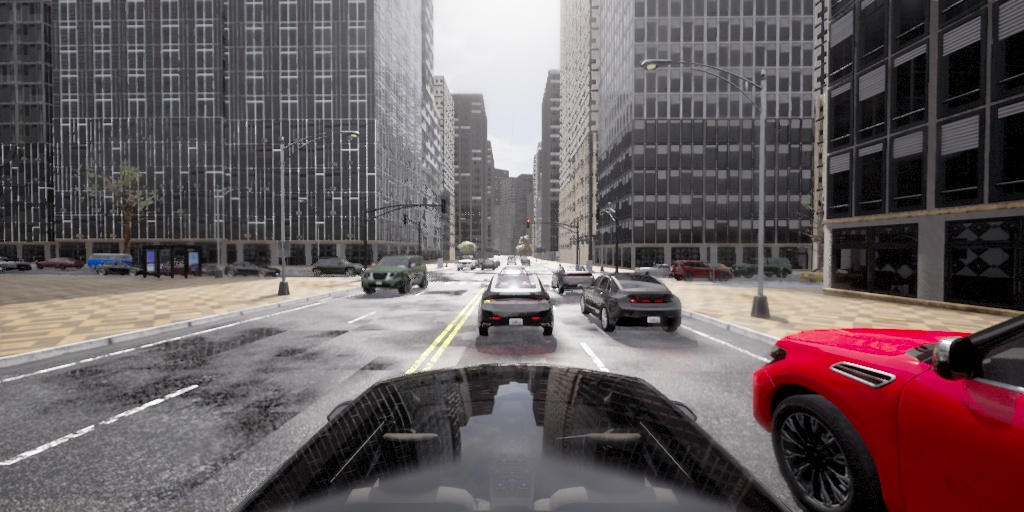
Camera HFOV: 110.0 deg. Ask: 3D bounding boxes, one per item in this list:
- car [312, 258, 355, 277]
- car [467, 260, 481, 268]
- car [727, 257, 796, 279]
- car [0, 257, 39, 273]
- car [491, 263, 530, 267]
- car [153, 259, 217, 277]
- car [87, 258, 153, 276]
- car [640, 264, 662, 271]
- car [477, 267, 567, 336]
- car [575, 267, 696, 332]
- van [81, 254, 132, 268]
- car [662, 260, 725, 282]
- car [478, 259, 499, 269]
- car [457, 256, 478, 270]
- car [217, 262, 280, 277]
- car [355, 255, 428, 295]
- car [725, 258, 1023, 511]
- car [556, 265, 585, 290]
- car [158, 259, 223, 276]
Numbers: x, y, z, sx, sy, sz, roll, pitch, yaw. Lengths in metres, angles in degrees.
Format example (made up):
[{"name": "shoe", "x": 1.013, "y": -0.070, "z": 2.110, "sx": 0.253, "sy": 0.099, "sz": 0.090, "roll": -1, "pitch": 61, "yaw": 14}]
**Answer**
[{"name": "car", "x": -16.389, "y": 1.007, "z": 34.134, "sx": 4.553, "sy": 1.767, "sz": 2.097, "roll": 0, "pitch": 1, "yaw": -1}, {"name": "car", "x": -6.616, "y": 1.331, "z": 62.637, "sx": 1.994, "sy": 1.385, "sz": 4.181, "roll": 0, "pitch": 0, "yaw": 0}, {"name": "car", "x": 25.349, "y": 1.200, "z": 36.593, "sx": 5.566, "sy": 2.045, "sz": 2.150, "roll": 1, "pitch": 1, "yaw": 1}, {"name": "car", "x": -49.739, "y": 0.857, "z": 34.759, "sx": 4.892, "sy": 1.490, "sz": 1.837, "roll": 0, "pitch": 1, "yaw": 2}, {"name": "car", "x": 0.085, "y": 1.307, "z": 20.109, "sx": 2.033, "sy": 1.411, "sz": 5.357, "roll": 0, "pitch": 0, "yaw": 0}, {"name": "car", "x": -28.440, "y": 1.170, "z": 31.596, "sx": 4.207, "sy": 1.307, "sz": 1.802, "roll": 0, "pitch": 0, "yaw": 1}, {"name": "car", "x": -34.121, "y": 1.101, "z": 31.764, "sx": 4.313, "sy": 1.339, "sz": 1.948, "roll": 0, "pitch": 0, "yaw": 1}, {"name": "car", "x": 15.070, "y": 1.489, "z": 36.754, "sx": 4.718, "sy": 1.301, "sz": 1.895, "roll": 0, "pitch": 1, "yaw": 0}, {"name": "car", "x": 0.092, "y": 1.247, "z": 10.373, "sx": 2.128, "sy": 1.511, "sz": 4.902, "roll": 0, "pitch": 0, "yaw": 0}, {"name": "car", "x": 3.342, "y": 1.260, "z": 10.867, "sx": 1.837, "sy": 1.490, "sz": 4.892, "roll": 0, "pitch": 0, "yaw": 0}, {"name": "van", "x": -45.319, "y": 0.646, "z": 40.416, "sx": 3.998, "sy": 1.789, "sz": 1.690, "roll": 0, "pitch": 0, "yaw": 1}, {"name": "car", "x": 16.170, "y": 1.300, "z": 30.970, "sx": 5.009, "sy": 1.841, "sz": 2.192, "roll": 0, "pitch": 0, "yaw": 1}, {"name": "car", "x": -3.380, "y": 1.246, "z": 52.148, "sx": 1.882, "sy": 1.535, "sz": 5.008, "roll": 0, "pitch": 0, "yaw": 0}, {"name": "car", "x": -6.631, "y": 0.989, "z": 52.597, "sx": 2.150, "sy": 2.045, "sz": 5.566, "roll": 0, "pitch": 0, "yaw": 0}, {"name": "car", "x": -22.756, "y": 1.205, "z": 31.467, "sx": 4.313, "sy": 1.339, "sz": 1.948, "roll": 0, "pitch": 0, "yaw": 1}, {"name": "car", "x": -6.436, "y": 0.981, "z": 20.412, "sx": 2.150, "sy": 2.045, "sz": 5.566, "roll": 0, "pitch": 0, "yaw": 3}, {"name": "car", "x": 3.348, "y": 0.971, "z": 1.004, "sx": 2.150, "sy": 2.045, "sz": 5.566, "roll": 0, "pitch": 0, "yaw": 0}, {"name": "car", "x": 3.336, "y": 1.251, "z": 20.115, "sx": 2.128, "sy": 1.511, "sz": 4.902, "roll": 0, "pitch": 0, "yaw": 0}, {"name": "car", "x": -30.723, "y": 1.052, "z": 34.328, "sx": 4.674, "sy": 1.442, "sz": 1.812, "roll": 1, "pitch": 1, "yaw": 1}]
